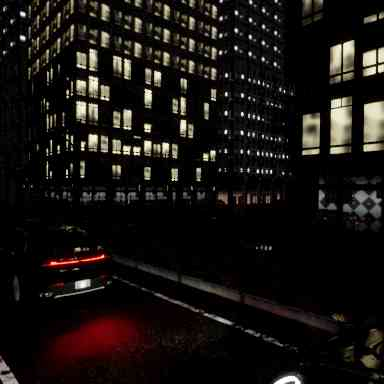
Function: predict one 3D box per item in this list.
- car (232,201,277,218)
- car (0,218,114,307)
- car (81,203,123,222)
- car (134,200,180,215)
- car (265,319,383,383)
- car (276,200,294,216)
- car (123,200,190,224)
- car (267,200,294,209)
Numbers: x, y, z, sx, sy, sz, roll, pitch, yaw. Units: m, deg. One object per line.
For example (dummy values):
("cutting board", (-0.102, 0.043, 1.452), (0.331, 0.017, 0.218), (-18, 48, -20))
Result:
("car", (6.207, 1.833, 33.920), (4.829, 1.417, 1.752), (1, 0, -40))
("car", (-3.666, 1.501, 8.141), (1.837, 1.490, 4.892), (0, 0, -41))
("car", (-6.318, 1.621, 26.753), (5.008, 1.535, 1.882), (1, 1, -39))
("car", (-3.770, 1.648, 36.465), (4.829, 1.417, 1.752), (1, 0, -40))
("car", (2.408, 1.352, 1.341), (2.097, 1.767, 4.553), (0, 0, -41))
("car", (10.387, 1.936, 37.449), (4.206, 1.307, 1.802), (1, 0, -40))
("car", (-2.541, 1.524, 26.535), (5.009, 1.841, 2.192), (1, 0, -40))
("car", (13.594, 1.881, 51.121), (4.313, 1.339, 1.947), (1, 0, -40))
